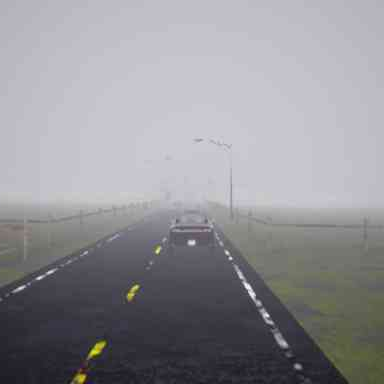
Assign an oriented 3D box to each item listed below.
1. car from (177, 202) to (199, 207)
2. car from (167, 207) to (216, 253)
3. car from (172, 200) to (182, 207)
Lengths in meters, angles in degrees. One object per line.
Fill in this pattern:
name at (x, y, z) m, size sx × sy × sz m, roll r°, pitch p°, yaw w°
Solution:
car at (-0.011, 1.843, 29.302) m, size 1.994 × 1.385 × 4.181 m, roll 0°, pitch -1°, yaw 0°
car at (-0.003, 1.628, 14.297) m, size 2.128 × 1.511 × 4.902 m, roll 0°, pitch 0°, yaw 0°
car at (-2.804, 2.232, 64.708) m, size 1.895 × 1.301 × 4.718 m, roll 0°, pitch -1°, yaw 1°
